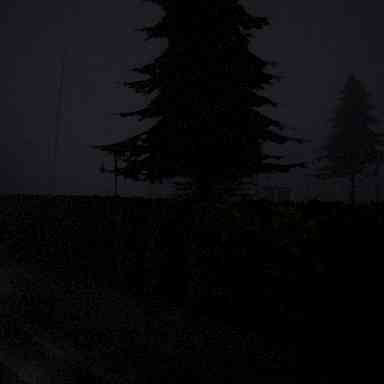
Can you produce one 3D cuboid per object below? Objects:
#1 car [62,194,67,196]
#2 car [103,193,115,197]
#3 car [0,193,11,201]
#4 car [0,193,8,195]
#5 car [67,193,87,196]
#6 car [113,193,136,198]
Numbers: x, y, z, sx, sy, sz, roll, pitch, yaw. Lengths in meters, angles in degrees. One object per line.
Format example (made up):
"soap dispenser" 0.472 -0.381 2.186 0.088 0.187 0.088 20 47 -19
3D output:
"car" -31.928 1.232 85.953 3.806 1.475 1.970 0 0 -45
"car" -15.887 1.097 70.708 4.605 1.855 1.932 0 0 -45
"car" -41.785 1.097 71.648 4.605 1.855 1.932 0 0 -45
"car" -23.730 1.330 41.297 5.027 1.636 2.152 0 0 -45
"car" -27.195 1.154 81.607 5.027 1.636 2.152 0 0 -45
"car" -10.326 1.384 54.287 3.806 1.475 1.970 0 0 -45
